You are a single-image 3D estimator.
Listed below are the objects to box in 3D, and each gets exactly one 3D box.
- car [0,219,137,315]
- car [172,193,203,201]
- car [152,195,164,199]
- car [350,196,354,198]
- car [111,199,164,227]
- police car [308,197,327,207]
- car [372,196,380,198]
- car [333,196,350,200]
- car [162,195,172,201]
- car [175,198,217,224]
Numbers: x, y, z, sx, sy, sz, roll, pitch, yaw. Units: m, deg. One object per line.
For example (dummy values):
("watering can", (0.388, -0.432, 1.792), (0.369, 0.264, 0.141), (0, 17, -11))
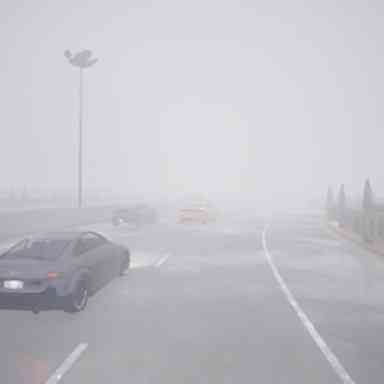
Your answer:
("car", (-2.854, 1.551, 7.675), (1.994, 1.385, 4.181), (0, 0, 5))
("car", (-0.220, 1.228, 49.873), (2.150, 2.045, 5.566), (0, 0, 30))
("car", (-5.473, 1.333, 54.589), (2.097, 1.767, 4.553), (0, 0, 31))
("car", (29.798, 1.508, 63.182), (4.553, 1.767, 2.097), (0, 0, -44))
("car", (-3.733, 1.490, 22.635), (1.837, 1.490, 4.892), (0, 0, 14))
("police car", (20.083, 1.533, 52.907), (1.930, 1.638, 5.238), (0, 0, 39))
("car", (43.053, 1.597, 77.566), (4.892, 1.490, 1.837), (0, 0, -44))
("car", (25.776, 1.615, 59.280), (1.882, 1.535, 5.008), (0, 0, 45))
("car", (-2.398, 1.560, 52.970), (1.994, 1.385, 4.181), (0, 0, 31))
("car", (0.578, 1.484, 25.108), (1.882, 1.535, 5.008), (0, 0, 17))
